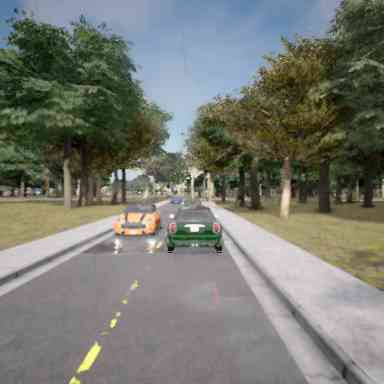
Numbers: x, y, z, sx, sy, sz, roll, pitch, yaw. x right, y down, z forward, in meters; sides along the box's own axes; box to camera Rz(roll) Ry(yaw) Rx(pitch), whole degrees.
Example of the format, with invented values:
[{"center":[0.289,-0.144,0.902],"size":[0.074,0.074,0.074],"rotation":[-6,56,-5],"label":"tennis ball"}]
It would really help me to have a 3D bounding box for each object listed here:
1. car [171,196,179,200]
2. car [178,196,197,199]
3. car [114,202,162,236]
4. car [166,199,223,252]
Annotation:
[{"center":[-2.802,1.521,61.132],"size":[1.882,1.535,5.008],"rotation":[0,0,1],"label":"car"},{"center":[0.090,1.371,31.146],"size":[2.097,1.767,4.553],"rotation":[0,0,0],"label":"car"},{"center":[-2.856,1.362,18.388],"size":[2.097,1.767,4.553],"rotation":[0,0,0],"label":"car"},{"center":[0.095,1.360,14.086],"size":[2.097,1.767,4.553],"rotation":[0,0,0],"label":"car"}]
